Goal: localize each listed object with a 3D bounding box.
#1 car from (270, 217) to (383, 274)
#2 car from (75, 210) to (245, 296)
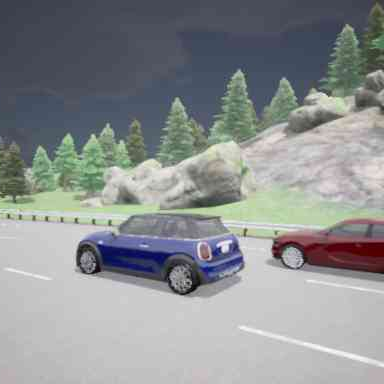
[{"bbox_3d":[4.669,1.433,9.163,5.008,1.535,1.882,0,0,35],"label":"car"},{"bbox_3d":[-1.005,1.305,8.791,4.553,1.767,2.097,0,0,34],"label":"car"}]
